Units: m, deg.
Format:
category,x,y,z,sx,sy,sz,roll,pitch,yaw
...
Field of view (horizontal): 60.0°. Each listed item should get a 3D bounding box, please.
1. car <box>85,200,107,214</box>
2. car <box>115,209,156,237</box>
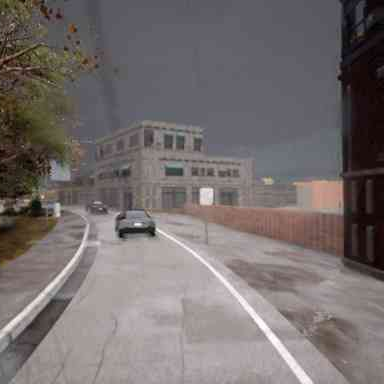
category,x,y,z,sx,sy,sz,roll,pitch,yaw
car,-10.978,1.688,38.105,1.812,1.442,4.674,0,0,-27
car,-3.233,1.610,18.648,1.994,1.385,4.181,0,0,-15
